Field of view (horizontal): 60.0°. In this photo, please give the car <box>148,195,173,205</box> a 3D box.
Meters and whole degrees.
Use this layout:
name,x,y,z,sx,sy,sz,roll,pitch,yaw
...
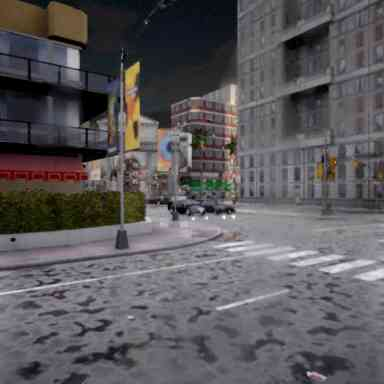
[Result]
name,x,y,z,sx,sy,sz,roll,pitch,yaw
car,-6.173,1.494,59.666,1.837,1.490,4.892,0,0,-44

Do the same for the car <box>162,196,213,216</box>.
name,x,y,z,sx,sy,sz,roll,pitch,yaw
car,-0.551,1.485,32.259,2.128,1.511,4.902,0,0,-35

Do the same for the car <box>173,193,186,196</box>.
name,x,y,z,sx,sy,sz,roll,pitch,yaw
car,-2.461,1.208,62.350,2.150,2.045,5.566,0,0,-15

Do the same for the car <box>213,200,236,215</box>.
name,x,y,z,sx,sy,sz,roll,pitch,yaw
car,2.133,1.539,34.524,2.033,1.411,5.357,0,0,-35
